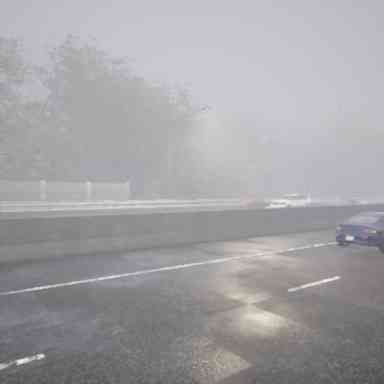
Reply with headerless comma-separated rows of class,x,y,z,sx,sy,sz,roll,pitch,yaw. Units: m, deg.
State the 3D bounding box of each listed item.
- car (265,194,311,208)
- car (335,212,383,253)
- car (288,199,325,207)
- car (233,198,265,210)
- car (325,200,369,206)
car,11.362,1.261,37.843,5.566,2.045,2.150,1,0,-35
car,7.731,1.542,13.679,4.674,1.442,1.812,0,0,-35
car,12.471,1.636,34.343,4.718,1.301,1.895,0,0,-35
car,6.992,1.511,39.028,5.008,1.535,1.882,0,0,-35
car,15.522,1.529,32.215,4.902,1.511,2.128,0,0,-35
